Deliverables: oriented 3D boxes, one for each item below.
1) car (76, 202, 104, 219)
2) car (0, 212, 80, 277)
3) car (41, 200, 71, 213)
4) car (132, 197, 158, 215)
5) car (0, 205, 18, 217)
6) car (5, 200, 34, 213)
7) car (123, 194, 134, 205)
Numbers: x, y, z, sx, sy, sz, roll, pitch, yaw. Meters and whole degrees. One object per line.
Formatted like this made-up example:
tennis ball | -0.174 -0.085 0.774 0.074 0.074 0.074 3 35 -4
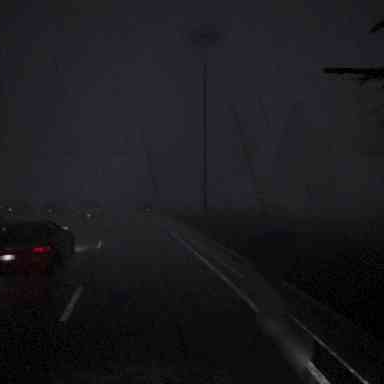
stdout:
car | -8.277 1.488 27.339 1.895 1.301 4.718 0 0 -12
car | -4.773 1.531 9.922 1.994 1.385 4.181 0 0 -11
car | -12.483 1.416 30.436 1.812 1.442 4.674 0 0 -11
car | -4.389 1.371 31.418 1.812 1.442 4.674 0 0 -12
car | -9.181 1.493 13.932 1.812 1.442 4.674 0 0 -11
car | -16.143 1.470 30.865 1.994 1.385 4.181 0 0 -11
car | -9.737 1.359 51.521 1.895 1.301 4.718 0 0 -12
